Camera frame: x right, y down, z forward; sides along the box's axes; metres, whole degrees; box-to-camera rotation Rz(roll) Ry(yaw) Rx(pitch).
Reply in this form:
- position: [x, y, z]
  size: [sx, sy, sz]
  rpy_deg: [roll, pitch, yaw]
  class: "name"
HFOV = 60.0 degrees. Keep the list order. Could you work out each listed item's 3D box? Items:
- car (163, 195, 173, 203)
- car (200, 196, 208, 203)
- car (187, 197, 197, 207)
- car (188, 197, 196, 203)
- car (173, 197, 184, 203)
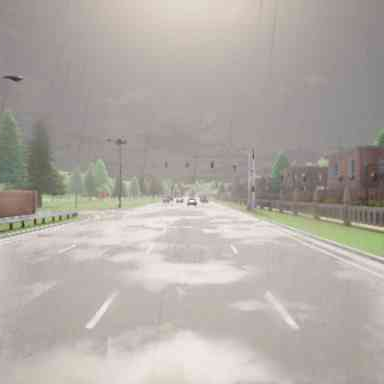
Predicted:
- position: [-6.974, 2.358, 92.368]
  size: [1.812, 1.442, 4.674]
  rpy_deg: [0, -1, 0]
  class: "car"
- position: [3.526, 2.429, 92.394]
  size: [1.895, 1.301, 4.718]
  rpy_deg: [0, -1, 0]
  class: "car"
- position: [0.018, 2.129, 63.004]
  size: [2.033, 1.411, 5.357]
  rpy_deg: [0, -1, 0]
  class: "car"
- position: [0.026, 2.210, 92.754]
  size: [2.097, 1.767, 4.553]
  rpy_deg: [0, -1, 0]
  class: "car"
- position: [-3.474, 2.407, 92.783]
  size: [1.994, 1.385, 4.181]
  rpy_deg: [0, -1, 0]
  class: "car"
